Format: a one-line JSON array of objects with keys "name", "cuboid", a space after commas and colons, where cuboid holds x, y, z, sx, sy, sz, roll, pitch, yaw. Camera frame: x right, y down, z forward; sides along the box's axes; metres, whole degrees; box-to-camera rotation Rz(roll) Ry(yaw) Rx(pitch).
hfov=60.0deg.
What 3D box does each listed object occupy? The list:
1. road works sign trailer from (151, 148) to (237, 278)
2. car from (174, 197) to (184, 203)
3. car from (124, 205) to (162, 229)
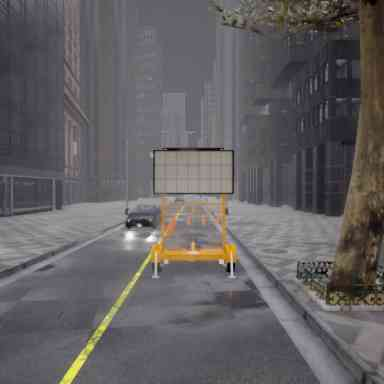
[{"name": "road works sign trailer", "cuboid": [0.045, 0.465, 10.099, 2.380, 3.560, 2.880, 0, 0, 0]}, {"name": "car", "cuboid": [-2.771, 1.684, 72.780, 1.994, 1.385, 4.181, 0, 0, 0]}, {"name": "car", "cuboid": [-3.034, 1.560, 21.868, 2.033, 1.411, 5.357, 0, 0, 0]}]
